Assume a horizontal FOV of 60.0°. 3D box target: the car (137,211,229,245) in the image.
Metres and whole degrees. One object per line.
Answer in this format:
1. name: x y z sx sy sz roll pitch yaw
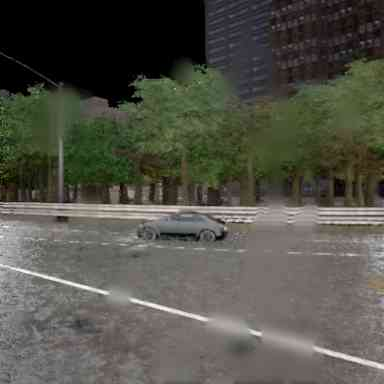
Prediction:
1. car: -0.412 1.586 15.369 4.181 1.385 1.994 0 0 17
